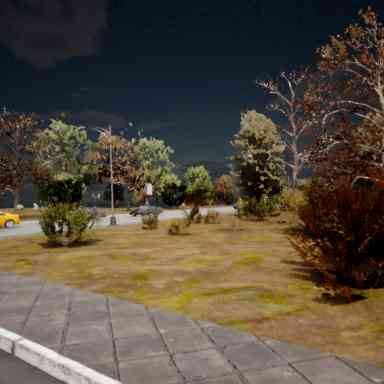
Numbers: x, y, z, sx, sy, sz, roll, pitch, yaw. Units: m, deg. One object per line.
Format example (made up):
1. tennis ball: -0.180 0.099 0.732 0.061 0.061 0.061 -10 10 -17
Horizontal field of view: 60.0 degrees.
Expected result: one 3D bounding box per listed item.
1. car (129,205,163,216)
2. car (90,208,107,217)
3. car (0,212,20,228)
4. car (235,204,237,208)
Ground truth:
1. car: -6.069 2.501 44.859 2.033 1.411 5.357 -3 -2 32
2. car: -11.709 2.451 35.886 2.033 1.411 5.357 -3 -2 32
3. car: -17.036 2.360 27.648 1.882 1.535 5.008 -3 -2 33
4. car: 9.385 2.574 62.523 1.895 1.301 4.718 -3 -2 33
